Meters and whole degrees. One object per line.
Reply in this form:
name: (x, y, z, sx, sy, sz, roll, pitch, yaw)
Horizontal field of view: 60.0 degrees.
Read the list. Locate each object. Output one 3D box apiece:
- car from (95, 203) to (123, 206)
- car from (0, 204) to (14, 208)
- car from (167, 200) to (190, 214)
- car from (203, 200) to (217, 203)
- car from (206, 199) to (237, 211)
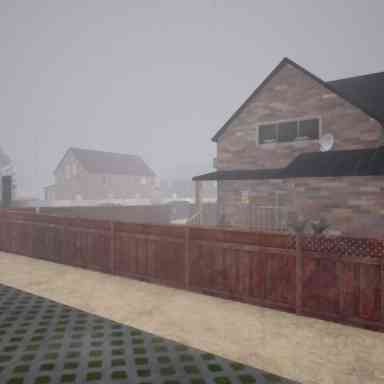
car: (-7.607, 1.680, 29.663, 2.033, 1.411, 5.357, 0, 0, 36)
car: (-13.252, 1.579, 21.632, 1.837, 1.490, 4.892, 0, 0, 34)
car: (-1.793, 1.701, 37.833, 1.837, 1.490, 4.892, 0, 0, 35)
car: (2.392, 1.719, 38.648, 2.128, 1.511, 4.902, 0, 0, 35)
car: (4.161, 1.744, 46.159, 1.882, 1.535, 5.008, 0, 0, 36)
